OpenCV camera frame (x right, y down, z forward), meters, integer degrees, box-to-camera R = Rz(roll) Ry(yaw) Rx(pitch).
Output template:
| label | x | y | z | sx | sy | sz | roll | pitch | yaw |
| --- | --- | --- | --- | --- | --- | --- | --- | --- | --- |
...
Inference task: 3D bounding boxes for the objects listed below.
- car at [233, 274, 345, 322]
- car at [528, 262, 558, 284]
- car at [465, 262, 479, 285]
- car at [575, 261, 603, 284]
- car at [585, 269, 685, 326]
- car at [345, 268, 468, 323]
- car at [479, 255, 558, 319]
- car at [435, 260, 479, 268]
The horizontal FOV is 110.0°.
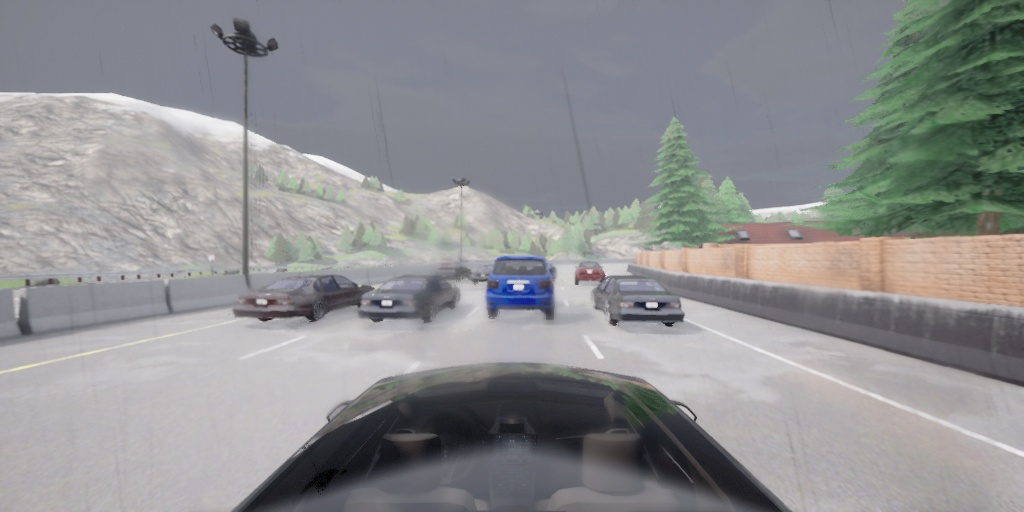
| label | x | y | z | sx | sy | sz | roll | pitch | yaw |
| --- | --- | --- | --- | --- | --- | --- | --- | --- | --- |
| car | -6.656 | 1.316 | 12.354 | 2.033 | 1.411 | 5.357 | 0 | 0 | 5 |
| car | 2.632 | 1.274 | 29.001 | 1.882 | 1.535 | 5.008 | 0 | 0 | 11 |
| car | -1.481 | 1.339 | 26.237 | 2.033 | 1.411 | 5.357 | 0 | 0 | 10 |
| car | 5.846 | 1.145 | 27.236 | 2.097 | 1.767 | 4.553 | 0 | 0 | 11 |
| car | 3.828 | 1.315 | 11.756 | 2.033 | 1.411 | 5.357 | 0 | 0 | 5 |
| car | -3.161 | 1.316 | 12.170 | 2.033 | 1.411 | 5.357 | 0 | 0 | 5 |
| car | 0.438 | 0.992 | 13.059 | 2.150 | 2.045 | 5.566 | 0 | 0 | 5 |
| car | -4.529 | 1.288 | 28.878 | 2.128 | 1.511 | 4.902 | 0 | 0 | 11 |
